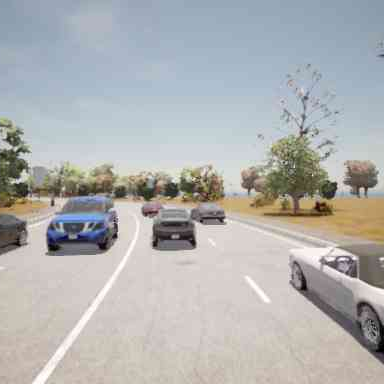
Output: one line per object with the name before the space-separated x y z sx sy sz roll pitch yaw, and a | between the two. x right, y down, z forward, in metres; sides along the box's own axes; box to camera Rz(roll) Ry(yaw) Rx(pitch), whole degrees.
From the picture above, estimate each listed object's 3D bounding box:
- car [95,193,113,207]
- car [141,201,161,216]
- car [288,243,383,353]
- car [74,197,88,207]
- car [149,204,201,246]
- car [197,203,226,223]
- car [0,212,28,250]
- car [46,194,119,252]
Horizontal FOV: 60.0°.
car | -14.241 1.267 53.688 2.150 2.045 5.566 0 0 -21
car | -3.911 1.589 32.928 1.994 1.385 4.181 0 0 -13
car | 3.356 1.596 6.101 1.895 1.301 4.718 0 0 -3
car | -17.424 1.523 52.146 1.882 1.535 5.008 0 0 -21
car | -0.920 1.515 15.507 1.837 1.490 4.892 0 0 -6
car | 1.151 1.561 25.930 2.033 1.411 5.357 0 0 -10
car | -7.818 1.500 12.328 1.882 1.535 5.008 0 0 -6
car | -4.494 1.238 14.483 2.150 2.045 5.566 0 0 -6
